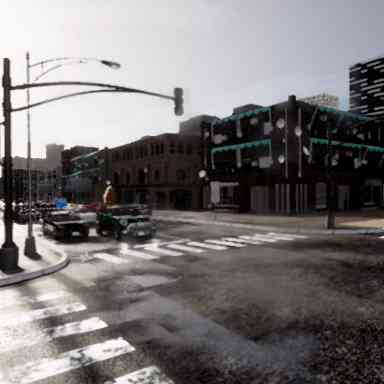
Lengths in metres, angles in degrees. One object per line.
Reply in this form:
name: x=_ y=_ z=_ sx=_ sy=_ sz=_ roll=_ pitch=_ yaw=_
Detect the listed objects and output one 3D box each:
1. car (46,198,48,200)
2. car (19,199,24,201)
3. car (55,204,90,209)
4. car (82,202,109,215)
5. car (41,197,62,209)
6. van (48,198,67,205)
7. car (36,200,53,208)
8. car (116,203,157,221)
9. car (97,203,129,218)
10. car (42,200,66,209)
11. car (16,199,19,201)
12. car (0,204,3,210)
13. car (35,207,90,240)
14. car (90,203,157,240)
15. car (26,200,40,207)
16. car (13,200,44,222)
car: x=-23.640 y=2.067 z=52.146 sx=2.128 sy=1.511 sz=4.902 roll=-1 pitch=0 yaw=-35
car: x=-29.629 y=2.286 z=60.573 sx=1.895 sy=1.301 sz=4.718 roll=-1 pitch=0 yaw=-35
car: x=-8.886 y=1.883 z=25.888 sx=1.895 sy=1.301 sz=4.718 roll=-1 pitch=0 yaw=-35
car: x=-11.581 y=1.939 z=39.652 sx=1.802 sy=1.307 sz=4.206 roll=-2 pitch=0 yaw=-35
car: x=-24.420 y=1.912 z=57.694 sx=2.192 sy=1.841 sz=5.009 roll=-2 pitch=0 yaw=-35
van: x=-21.211 y=1.879 z=53.183 sx=1.690 sy=1.788 sz=3.998 roll=-2 pitch=0 yaw=-35
car: x=-27.622 y=2.200 z=62.205 sx=1.887 sy=1.381 sz=4.507 roll=-2 pitch=0 yaw=-35
car: x=-5.166 y=1.782 z=30.631 sx=2.008 sy=1.369 sz=4.403 roll=-2 pitch=0 yaw=-35
car: x=-8.373 y=1.876 z=35.142 sx=1.802 sy=1.307 sz=4.206 roll=-2 pitch=0 yaw=-35
car: x=-14.805 y=1.903 z=34.221 sx=1.837 sy=1.490 sz=4.892 roll=-1 pitch=0 yaw=-35
car: x=-43.665 y=2.381 z=84.758 sx=1.967 sy=1.590 sz=4.097 roll=-2 pitch=0 yaw=-35
car: x=-31.144 y=2.223 z=52.697 sx=1.752 sy=1.417 sz=4.829 roll=-2 pitch=0 yaw=-35
car: x=-7.258 y=1.806 z=18.904 sx=1.947 sy=1.339 sz=4.313 roll=-2 pitch=0 yaw=-35
car: x=-3.781 y=1.533 z=18.591 sx=2.097 sy=1.767 sz=4.553 roll=-1 pitch=0 yaw=-34
car: x=-34.038 y=2.336 z=71.227 sx=1.947 sy=1.339 sz=4.313 roll=-2 pitch=0 yaw=-35
car: x=-15.205 y=1.837 z=30.282 sx=1.967 sy=1.590 sz=4.097 roll=-2 pitch=0 yaw=-35
